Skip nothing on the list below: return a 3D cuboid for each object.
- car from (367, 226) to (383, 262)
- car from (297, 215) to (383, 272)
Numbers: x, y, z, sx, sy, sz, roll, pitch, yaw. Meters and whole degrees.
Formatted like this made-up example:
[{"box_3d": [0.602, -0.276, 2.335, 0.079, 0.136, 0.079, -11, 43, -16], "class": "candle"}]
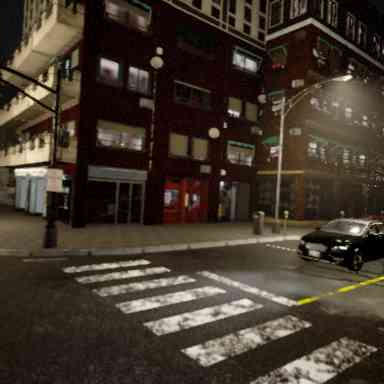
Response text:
[{"box_3d": [6.826, 1.777, 8.657, 4.902, 1.511, 2.128, 3, 0, -39], "class": "car"}, {"box_3d": [5.663, 1.699, 11.692, 4.902, 1.511, 2.128, 2, 0, -39], "class": "car"}]
